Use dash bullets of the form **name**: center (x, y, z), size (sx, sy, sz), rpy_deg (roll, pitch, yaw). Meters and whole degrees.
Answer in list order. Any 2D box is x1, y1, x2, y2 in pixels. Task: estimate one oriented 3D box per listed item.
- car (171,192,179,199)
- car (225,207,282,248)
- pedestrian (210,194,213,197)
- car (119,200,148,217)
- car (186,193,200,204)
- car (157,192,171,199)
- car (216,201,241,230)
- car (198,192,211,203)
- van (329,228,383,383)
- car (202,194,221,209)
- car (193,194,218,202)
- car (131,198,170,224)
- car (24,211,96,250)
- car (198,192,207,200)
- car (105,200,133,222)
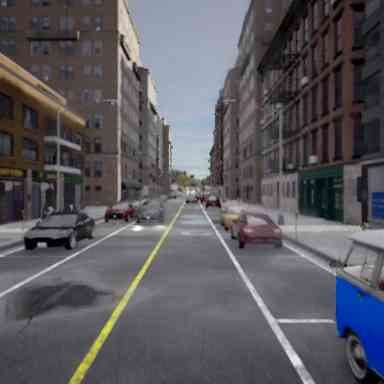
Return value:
- **car**: center (-5.437, 1.017, 92.156), size (2.192, 1.841, 5.009), rpy_deg (0, 0, 0)
- **car**: center (2.634, 1.538, 14.141), size (1.802, 1.307, 4.206), rpy_deg (0, 0, 0)
- **pedestrian**: center (2.741, 1.145, 46.913), size (0.375, 1.860, 0.375), rpy_deg (0, 0, 0)
- **car**: center (-5.394, 1.453, 31.186), size (2.008, 1.369, 4.403), rpy_deg (0, 0, 0)
- **car**: center (0.008, 1.385, 59.184), size (1.994, 1.385, 4.181), rpy_deg (0, 0, 1)
- **car**: center (-5.399, 1.250, 59.597), size (1.967, 1.590, 4.097), rpy_deg (0, 0, 0)
- **car**: center (2.633, 1.463, 19.993), size (1.752, 1.417, 4.829), rpy_deg (0, 0, 0)
- **car**: center (2.626, 1.125, 59.599), size (2.192, 1.841, 5.009), rpy_deg (0, 0, 0)
- **van**: center (2.637, 1.332, 2.776), size (1.690, 1.788, 3.998), rpy_deg (0, 0, 0)
- **car**: center (2.741, 1.339, 43.910), size (1.882, 1.535, 5.008), rpy_deg (0, 0, 0)
- **car**: center (2.910, 1.222, 70.379), size (5.008, 1.535, 1.882), rpy_deg (0, 0, -29)
- **car**: center (-2.853, 1.429, 23.987), size (1.837, 1.490, 4.892), rpy_deg (0, 0, 0)
- **car**: center (-5.391, 1.521, 14.139), size (1.947, 1.339, 4.313), rpy_deg (0, 0, 0)
- **car**: center (2.684, 1.035, 86.655), size (2.192, 1.841, 5.009), rpy_deg (0, 0, 0)
- **car**: center (-5.393, 1.465, 25.504), size (1.887, 1.381, 4.507), rpy_deg (0, 0, 0)
